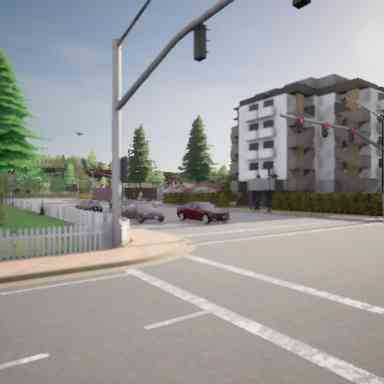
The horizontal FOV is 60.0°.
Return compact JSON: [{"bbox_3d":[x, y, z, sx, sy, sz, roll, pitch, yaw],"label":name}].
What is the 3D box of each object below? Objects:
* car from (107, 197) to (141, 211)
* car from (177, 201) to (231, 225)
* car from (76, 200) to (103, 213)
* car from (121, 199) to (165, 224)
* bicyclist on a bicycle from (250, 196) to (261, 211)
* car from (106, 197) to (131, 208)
[{"bbox_3d":[-7.832,1.474,37.291,1.837,1.490,4.892,0,0,-34],"label":"car"},{"bbox_3d":[0.769,1.448,24.521,1.882,1.535,5.008,0,0,-34],"label":"car"},{"bbox_3d":[-11.073,1.540,35.841,1.994,1.385,4.181,0,0,-34],"label":"car"},{"bbox_3d":[-3.779,1.503,25.037,1.812,1.442,4.674,0,0,-34],"label":"car"},{"bbox_3d":[6.767,1.248,35.260,1.656,1.620,0.582,0,0,-34],"label":"bicyclist on a bicycle"},{"bbox_3d":[-10.657,1.468,47.877,1.837,1.490,4.892,0,0,-34],"label":"car"}]
